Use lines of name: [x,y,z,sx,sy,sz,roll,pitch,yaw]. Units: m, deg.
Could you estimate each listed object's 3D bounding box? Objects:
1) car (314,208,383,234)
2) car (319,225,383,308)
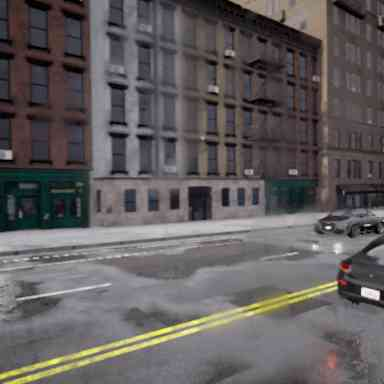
car: [8.357,1.577,17.612,4.181,1.385,1.994,0,0,-35]
car: [4.861,1.538,6.907,4.674,1.442,1.812,0,0,-35]
